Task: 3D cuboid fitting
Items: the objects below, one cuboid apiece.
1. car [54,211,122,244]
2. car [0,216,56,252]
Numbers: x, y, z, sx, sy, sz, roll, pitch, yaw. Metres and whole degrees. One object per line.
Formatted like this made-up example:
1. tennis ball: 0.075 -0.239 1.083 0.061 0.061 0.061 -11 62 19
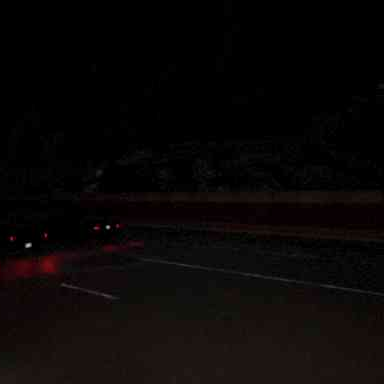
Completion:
1. car: -5.888 1.681 16.594 5.357 1.411 2.033 -1 0 35
2. car: -7.980 1.735 13.787 4.718 1.301 1.895 -1 0 35
